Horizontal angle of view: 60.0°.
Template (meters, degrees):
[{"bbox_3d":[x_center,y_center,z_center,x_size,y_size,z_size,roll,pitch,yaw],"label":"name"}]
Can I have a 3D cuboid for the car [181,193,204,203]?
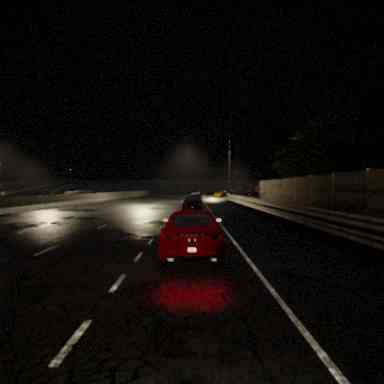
[{"bbox_3d":[0.044,1.112,30.480,1.882,1.535,5.008,0,1,0],"label":"car"}]

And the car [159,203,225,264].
[{"bbox_3d":[0.006,1.339,11.240,1.882,1.535,5.008,0,1,0],"label":"car"}]

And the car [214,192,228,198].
[{"bbox_3d":[6.569,0.625,74.523,1.882,1.535,5.008,1,0,26],"label":"car"}]
